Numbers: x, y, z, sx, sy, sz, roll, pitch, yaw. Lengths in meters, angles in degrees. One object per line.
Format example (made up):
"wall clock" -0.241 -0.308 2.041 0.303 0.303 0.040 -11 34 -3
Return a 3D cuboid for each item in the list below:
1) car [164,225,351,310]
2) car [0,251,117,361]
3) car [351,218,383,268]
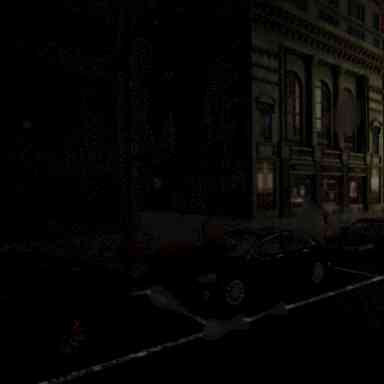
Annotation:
"car" 1.437 1.520 7.660 4.403 1.369 2.008 0 0 -35
"car" -3.161 1.565 4.400 4.313 1.339 1.947 0 0 -35
"car" 6.036 1.522 10.920 4.206 1.307 1.802 0 0 -35
